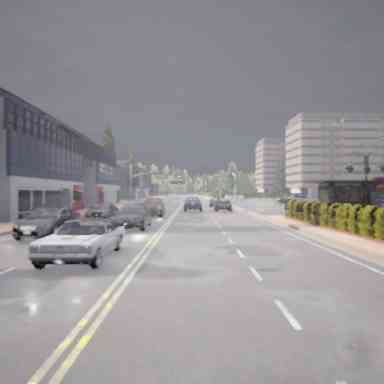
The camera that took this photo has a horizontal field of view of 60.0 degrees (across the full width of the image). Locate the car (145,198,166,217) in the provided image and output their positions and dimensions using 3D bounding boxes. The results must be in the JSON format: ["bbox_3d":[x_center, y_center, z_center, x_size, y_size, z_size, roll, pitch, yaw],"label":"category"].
[{"bbox_3d":[-3.584,1.330,30.398,2.097,1.767,4.553,0,0,0],"label":"car"}]

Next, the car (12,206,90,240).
[{"bbox_3d":[-7.099,1.479,16.767,2.128,1.511,4.902,0,0,0],"label":"car"}]

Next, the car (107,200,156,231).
[{"bbox_3d":[-3.598,1.490,20.535,1.837,1.490,4.892,0,0,0],"label":"car"}]

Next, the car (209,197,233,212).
[{"bbox_3d":[3.500,1.465,38.097,2.128,1.511,4.902,0,0,0],"label":"car"}]

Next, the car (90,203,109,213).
[{"bbox_3d":[-7.090,1.545,26.724,1.994,1.385,4.181,0,0,0],"label":"car"}]

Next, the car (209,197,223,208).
[{"bbox_3d":[3.508,1.491,48.994,1.812,1.442,4.674,0,0,0],"label":"car"}]

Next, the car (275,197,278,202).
[{"bbox_3d":[17.768,1.112,61.264,4.605,1.855,1.932,0,0,-2],"label":"car"}]

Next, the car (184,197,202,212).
[{"bbox_3d":[0.096,1.325,38.581,2.097,1.767,4.553,0,0,0],"label":"car"}]

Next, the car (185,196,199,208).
[{"bbox_3d":[0.012,1.443,49.109,1.882,1.535,5.008,0,0,0],"label":"car"}]

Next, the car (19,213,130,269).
[{"bbox_3d":[-3.600,1.593,11.220,1.895,1.301,4.718,0,0,0],"label":"car"}]

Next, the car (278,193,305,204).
[{"bbox_3d":[17.788,1.117,58.369,3.866,1.878,1.905,0,0,-2],"label":"car"}]
